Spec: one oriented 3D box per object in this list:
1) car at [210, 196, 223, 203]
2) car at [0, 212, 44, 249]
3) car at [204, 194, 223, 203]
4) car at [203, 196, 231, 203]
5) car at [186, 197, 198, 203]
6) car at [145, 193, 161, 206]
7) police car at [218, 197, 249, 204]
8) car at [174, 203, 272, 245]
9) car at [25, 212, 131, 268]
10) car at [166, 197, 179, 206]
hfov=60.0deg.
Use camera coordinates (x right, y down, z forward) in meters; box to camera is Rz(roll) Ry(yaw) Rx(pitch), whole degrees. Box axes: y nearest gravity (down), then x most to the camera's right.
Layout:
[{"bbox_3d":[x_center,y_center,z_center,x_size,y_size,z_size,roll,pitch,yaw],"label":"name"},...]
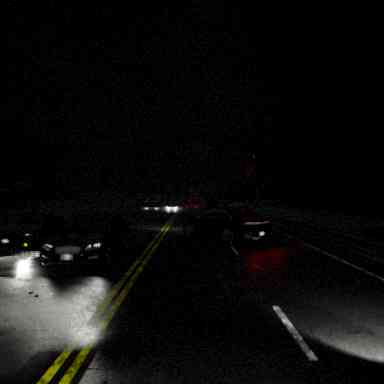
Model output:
[{"bbox_3d":[3.258,1.516,35.124,1.837,1.490,4.892,0,0,0],"label":"car"},{"bbox_3d":[-6.596,1.549,13.741,1.994,1.385,4.181,0,0,0],"label":"car"},{"bbox_3d":[3.261,1.272,46.164,2.150,2.045,5.566,0,0,0],"label":"car"},{"bbox_3d":[5.248,1.533,69.162,5.357,1.411,2.033,1,2,24],"label":"car"},{"bbox_3d":[0.038,1.626,57.891,1.812,1.442,4.674,0,0,0],"label":"car"},{"bbox_3d":[-6.487,1.122,55.705,2.150,2.045,5.566,0,0,0],"label":"car"},{"bbox_3d":[3.256,1.416,24.226,1.930,1.638,5.238,0,0,0],"label":"police car"},{"bbox_3d":[1.459,1.477,15.549,2.128,1.511,4.902,0,0,-35],"label":"car"},{"bbox_3d":[-3.346,1.477,11.349,2.128,1.511,4.902,0,0,0],"label":"car"},{"bbox_3d":[-3.237,1.613,55.735,2.128,1.511,4.902,0,0,0],"label":"car"}]
